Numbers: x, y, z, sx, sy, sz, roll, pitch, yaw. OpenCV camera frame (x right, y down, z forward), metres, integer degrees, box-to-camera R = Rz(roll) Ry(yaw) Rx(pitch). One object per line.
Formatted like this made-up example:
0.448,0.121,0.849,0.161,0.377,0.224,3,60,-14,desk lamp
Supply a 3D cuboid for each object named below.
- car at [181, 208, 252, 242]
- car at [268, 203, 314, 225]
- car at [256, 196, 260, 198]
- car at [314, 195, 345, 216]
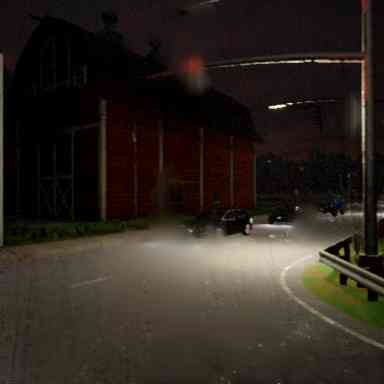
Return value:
1.418,1.596,17.159,1.837,1.490,4.892,-1,0,37,car
7.369,1.654,25.172,1.994,1.385,4.181,-1,0,37,car
16.907,1.832,86.214,1.784,1.438,3.905,-1,0,36,car
14.163,1.310,34.332,2.150,2.045,5.566,-1,0,37,car
